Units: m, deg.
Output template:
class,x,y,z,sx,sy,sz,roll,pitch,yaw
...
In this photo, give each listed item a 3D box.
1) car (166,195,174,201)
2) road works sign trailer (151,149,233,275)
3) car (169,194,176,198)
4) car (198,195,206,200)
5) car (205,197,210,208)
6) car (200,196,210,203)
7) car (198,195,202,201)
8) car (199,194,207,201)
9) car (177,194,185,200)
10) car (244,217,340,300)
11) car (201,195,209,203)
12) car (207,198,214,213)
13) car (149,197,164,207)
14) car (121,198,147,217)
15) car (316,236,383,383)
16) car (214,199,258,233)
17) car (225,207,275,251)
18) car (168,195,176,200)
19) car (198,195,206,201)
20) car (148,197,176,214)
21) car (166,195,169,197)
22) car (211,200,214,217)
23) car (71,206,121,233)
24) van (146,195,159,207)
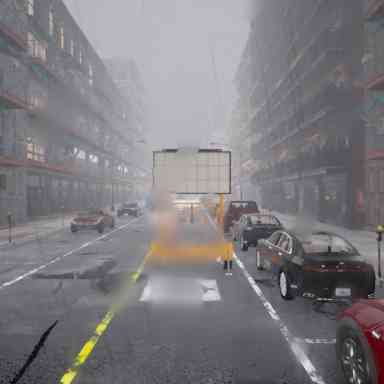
class,x,y,z,sx,sy,sz,roll,pitch,yaw
car,-5.674,1.483,87.406,1.752,1.417,4.829,1,0,0
road works sign trailer,0.000,0.466,10.397,2.380,3.560,2.880,0,0,0
car,-5.676,1.530,81.905,1.947,1.339,4.313,1,0,0
car,2.705,1.502,93.181,2.008,1.369,4.403,1,0,0
car,2.702,1.541,36.473,1.887,1.381,4.507,1,0,0
car,2.705,1.557,70.500,1.802,1.307,4.206,1,0,0
car,2.705,1.420,64.828,1.967,1.590,4.097,1,0,0
car,2.706,1.404,81.839,1.967,1.590,4.097,1,0,0
car,-2.997,1.307,88.962,2.097,1.767,4.553,0,0,0
car,2.701,1.553,8.119,2.008,1.369,4.403,1,0,0
car,2.703,1.517,47.985,1.752,1.417,4.829,1,0,0
car,2.702,1.543,30.802,1.887,1.381,4.507,1,0,0
car,-5.677,1.534,53.547,1.887,1.381,4.507,1,0,0
car,-5.678,1.564,30.862,1.947,1.339,4.313,1,0,0
car,2.702,1.441,2.448,1.967,1.590,4.097,1,0,0
car,2.705,1.316,19.461,2.192,1.841,5.009,1,0,0
car,2.701,1.553,13.789,2.008,1.369,4.403,1,0,0
car,-5.675,1.502,93.247,2.008,1.369,4.403,1,0,0
car,2.705,1.502,87.511,1.887,1.381,4.507,1,0,0
car,-3.098,1.561,34.754,1.994,1.385,4.181,0,0,0
car,-5.676,1.536,59.219,2.008,1.369,4.403,1,0,0
car,2.702,1.525,25.302,1.752,1.417,4.829,1,0,0
car,-5.679,1.583,19.518,1.802,1.307,4.206,1,0,0
van,-5.674,1.333,47.876,1.690,1.788,3.998,1,0,0
